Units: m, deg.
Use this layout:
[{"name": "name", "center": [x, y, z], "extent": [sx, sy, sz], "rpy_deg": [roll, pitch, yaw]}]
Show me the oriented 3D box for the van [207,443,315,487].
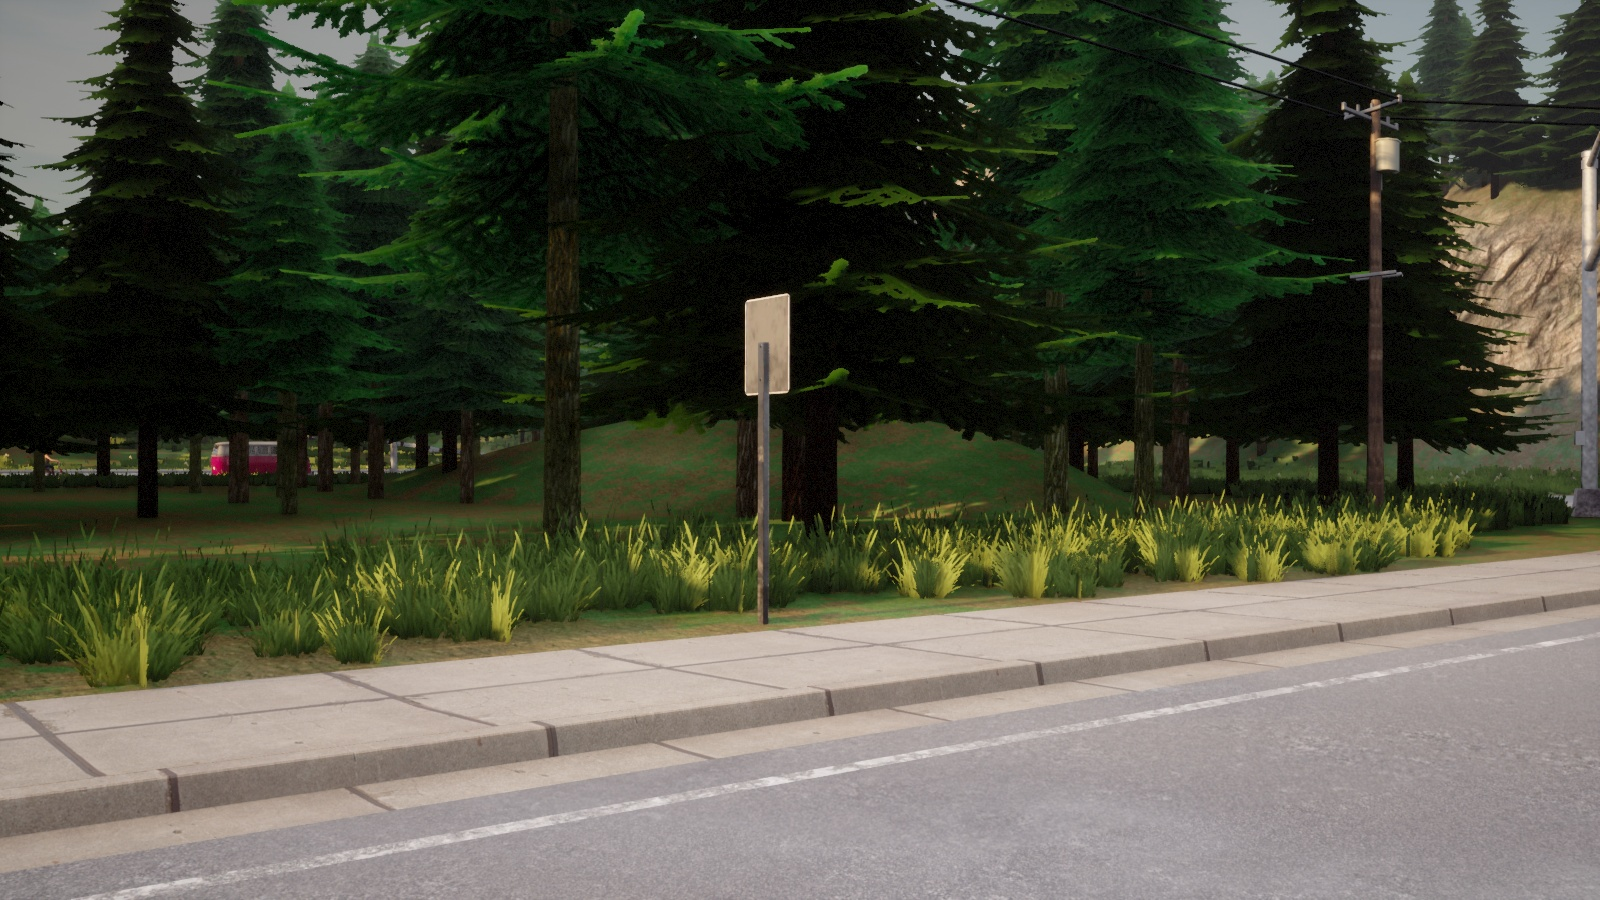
[{"name": "van", "center": [-25.500, 0.697, 59.442], "extent": [4.442, 1.987, 1.775], "rpy_deg": [0, 0, -35]}]
